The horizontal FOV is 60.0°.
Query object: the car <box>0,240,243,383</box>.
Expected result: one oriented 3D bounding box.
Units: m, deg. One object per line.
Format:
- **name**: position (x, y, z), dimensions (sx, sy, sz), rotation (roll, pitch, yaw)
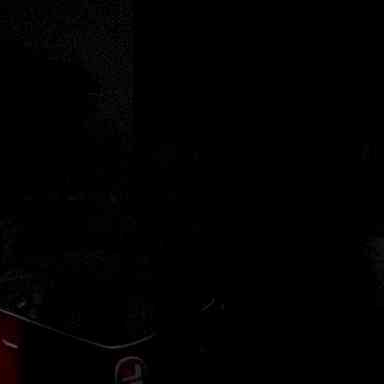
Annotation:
- **car**: position (-1.555, 1.438, 4.053), dimensions (4.097, 1.590, 1.967), rotation (0, 0, 35)
